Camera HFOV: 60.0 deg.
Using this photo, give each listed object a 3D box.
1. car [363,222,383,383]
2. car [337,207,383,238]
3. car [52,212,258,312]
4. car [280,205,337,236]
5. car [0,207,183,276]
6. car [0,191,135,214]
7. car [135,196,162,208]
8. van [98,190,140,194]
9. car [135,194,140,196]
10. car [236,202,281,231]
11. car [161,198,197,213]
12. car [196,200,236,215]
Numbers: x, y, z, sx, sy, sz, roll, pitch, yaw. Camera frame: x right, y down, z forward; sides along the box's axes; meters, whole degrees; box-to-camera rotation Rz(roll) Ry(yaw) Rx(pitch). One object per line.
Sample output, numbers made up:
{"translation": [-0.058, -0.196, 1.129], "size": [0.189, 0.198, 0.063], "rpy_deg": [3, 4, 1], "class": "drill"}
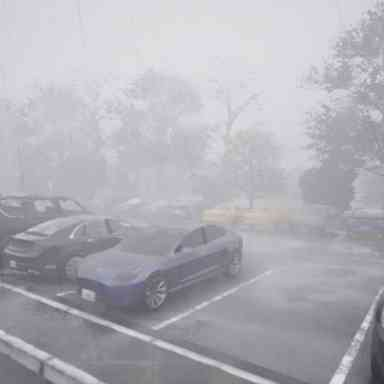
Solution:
{"translation": [4.022, 1.407, 4.779], "size": [2.185, 1.767, 4.553], "rpy_deg": [1, 0, 36], "class": "car"}
{"translation": [9.312, 1.496, 17.133], "size": [2.097, 1.535, 5.008], "rpy_deg": [1, 1, 36], "class": "car"}
{"translation": [-0.496, 1.493, 8.059], "size": [2.163, 1.488, 4.792], "rpy_deg": [1, 1, 36], "class": "car"}
{"translation": [7.038, 1.486, 18.753], "size": [2.163, 1.488, 4.792], "rpy_deg": [1, 1, 36], "class": "car"}
{"translation": [-2.731, 1.413, 9.709], "size": [2.231, 1.521, 4.892], "rpy_deg": [1, 1, 36], "class": "car"}
{"translation": [-4.963, 1.098, 11.371], "size": [2.435, 2.045, 5.566], "rpy_deg": [2, 1, 36], "class": "car"}
{"translation": [-1.971, 1.227, 25.327], "size": [2.002, 1.452, 4.674], "rpy_deg": [2, 1, 36], "class": "car"}
{"translation": [-6.457, 0.790, 28.421], "size": [1.878, 1.987, 4.442], "rpy_deg": [2, 2, 36], "class": "van"}
{"translation": [-4.224, 1.139, 26.961], "size": [2.002, 1.452, 4.674], "rpy_deg": [2, 1, 36], "class": "car"}
{"translation": [5.015, 1.404, 20.485], "size": [1.946, 1.575, 5.366], "rpy_deg": [2, 1, 36], "class": "car"}
{"translation": [0.401, 1.302, 23.639], "size": [2.163, 1.488, 4.792], "rpy_deg": [2, 1, 36], "class": "car"}
{"translation": [2.753, 1.341, 22.126], "size": [1.946, 1.575, 5.366], "rpy_deg": [2, 1, 36], "class": "car"}
